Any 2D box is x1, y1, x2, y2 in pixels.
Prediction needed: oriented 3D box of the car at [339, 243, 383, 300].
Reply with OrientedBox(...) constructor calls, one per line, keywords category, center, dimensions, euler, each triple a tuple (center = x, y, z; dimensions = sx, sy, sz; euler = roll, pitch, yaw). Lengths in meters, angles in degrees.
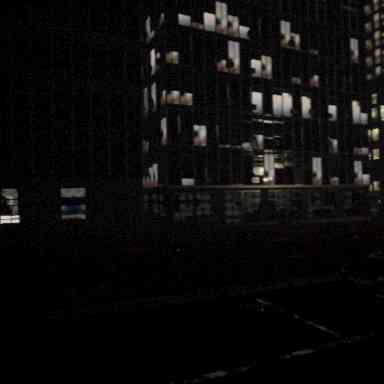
OrientedBox(category="car", center=(5.569, 1.750, 8.099), dimensions=(4.403, 1.369, 2.008), euler=(0, -3, -25))
